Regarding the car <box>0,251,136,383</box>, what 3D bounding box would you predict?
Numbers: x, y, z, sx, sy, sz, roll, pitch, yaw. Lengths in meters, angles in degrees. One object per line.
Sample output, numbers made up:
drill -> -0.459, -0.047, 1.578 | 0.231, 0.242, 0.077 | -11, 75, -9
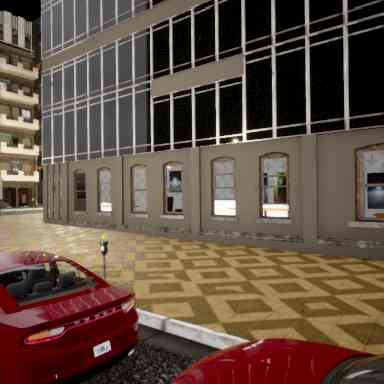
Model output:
car -> -2.774, 1.546, 4.869 | 4.507, 1.381, 1.887 | 0, -1, 36

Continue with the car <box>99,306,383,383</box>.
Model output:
car -> 1.796, 1.545, 1.603 | 4.507, 1.381, 1.887 | 0, -1, 36
